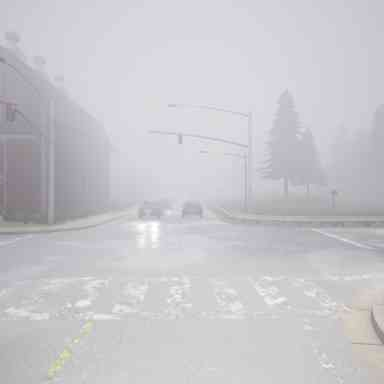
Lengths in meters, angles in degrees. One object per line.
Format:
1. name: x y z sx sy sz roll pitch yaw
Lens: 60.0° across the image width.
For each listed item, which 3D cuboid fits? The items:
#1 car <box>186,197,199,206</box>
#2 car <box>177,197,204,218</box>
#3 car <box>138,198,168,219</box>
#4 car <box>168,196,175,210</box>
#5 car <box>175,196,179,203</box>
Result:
1. car: 0.044 1.547 55.918 2.033 1.411 5.357 0 0 0
2. car: 0.024 1.492 30.452 2.128 1.511 4.902 0 0 0
3. car: -3.577 1.491 29.636 2.128 1.511 4.902 0 0 0
4. car: -3.565 1.504 42.734 1.837 1.490 4.892 0 0 0
5. car: -3.474 1.525 63.019 1.812 1.442 4.674 0 0 1
